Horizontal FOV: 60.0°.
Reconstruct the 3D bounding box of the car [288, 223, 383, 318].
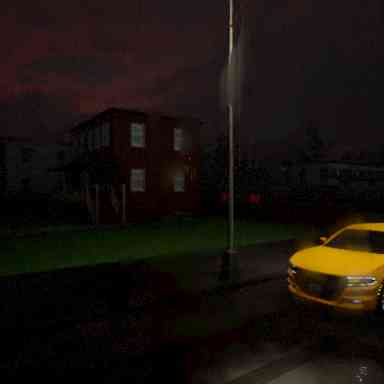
[{"bbox_3d":[4.245,1.477,7.606,5.008,1.535,1.882,0,0,-37],"label":"car"}]
